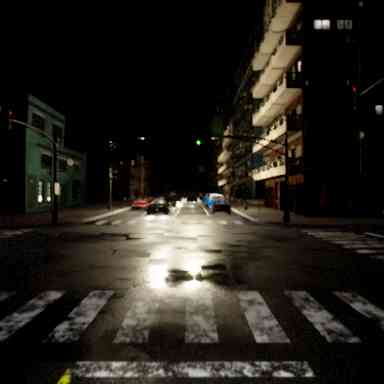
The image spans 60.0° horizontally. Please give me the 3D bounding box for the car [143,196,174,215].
[{"bbox_3d":[-3.086,1.397,31.411,1.994,1.385,4.181,0,0,0],"label":"car"}]

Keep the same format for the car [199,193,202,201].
[{"bbox_3d":[2.708,1.192,59.711,1.752,1.417,4.829,1,0,0],"label":"car"}]

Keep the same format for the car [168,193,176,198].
[{"bbox_3d":[-5.668,1.013,92.985,1.947,1.339,4.313,1,0,0],"label":"car"}]

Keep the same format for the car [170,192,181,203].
[{"bbox_3d":[-3.031,1.227,60.199,1.994,1.385,4.181,0,0,1],"label":"car"}]

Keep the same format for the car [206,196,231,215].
[{"bbox_3d":[2.705,1.382,31.639,2.008,1.369,4.403,1,0,0],"label":"car"}]

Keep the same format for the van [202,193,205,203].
[{"bbox_3d":[2.710,1.076,48.380,1.690,1.788,3.998,1,0,0],"label":"van"}]

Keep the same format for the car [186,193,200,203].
[{"bbox_3d":[0.006,1.135,61.123,1.882,1.535,5.008,0,0,0],"label":"car"}]

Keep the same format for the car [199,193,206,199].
[{"bbox_3d":[2.712,1.029,87.446,1.887,1.381,4.507,1,0,0],"label":"car"}]

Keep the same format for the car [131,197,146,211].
[{"bbox_3d":[-5.676,1.382,37.184,1.802,1.307,4.206,1,0,0],"label":"car"}]

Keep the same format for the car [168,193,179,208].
[{"bbox_3d":[-3.075,1.285,44.445,1.812,1.442,4.674,0,1,1],"label":"car"}]

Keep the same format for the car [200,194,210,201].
[{"bbox_3d":[2.709,1.162,70.703,1.947,1.339,4.313,1,0,0],"label":"car"}]

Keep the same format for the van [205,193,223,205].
[{"bbox_3d":[2.708,1.140,37.217,1.690,1.788,3.998,1,0,0],"label":"van"}]

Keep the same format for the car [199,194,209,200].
[{"bbox_3d":[2.710,1.126,76.284,1.947,1.339,4.313,1,0,0],"label":"car"}]

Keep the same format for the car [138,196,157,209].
[{"bbox_3d":[-5.674,1.313,42.765,1.887,1.381,4.507,1,0,0],"label":"car"}]

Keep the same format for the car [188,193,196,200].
[{"bbox_3d":[0.006,0.948,71.547,1.812,1.442,4.674,0,0,0],"label":"car"}]
